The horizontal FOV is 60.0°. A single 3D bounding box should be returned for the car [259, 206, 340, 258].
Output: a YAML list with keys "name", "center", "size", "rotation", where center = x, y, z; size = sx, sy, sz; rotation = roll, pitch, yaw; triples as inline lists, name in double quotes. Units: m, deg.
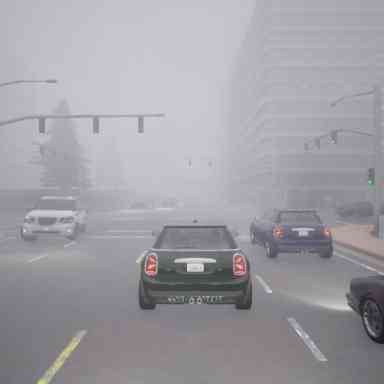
- name: "car"
  center: [3.587, 1.352, 12.827]
  size: [2.097, 1.767, 4.553]
  rotation: [0, 0, 0]

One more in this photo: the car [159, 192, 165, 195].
- name: "car"
  center: [-7.048, 1.221, 63.922]
  size: [2.150, 2.045, 5.566]
  rotation: [0, 0, 1]

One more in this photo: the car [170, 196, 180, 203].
- name: "car"
  center: [-3.500, 1.595, 71.100]
  size: [1.895, 1.301, 4.718]
  rotation: [0, 0, 0]

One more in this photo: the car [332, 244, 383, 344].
- name: "car"
  center: [3.599, 1.547, 3.351]
  size: [2.033, 1.411, 5.357]
  rotation: [0, 0, 0]

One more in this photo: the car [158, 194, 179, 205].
- name: "car"
  center: [-3.597, 1.491, 51.082]
  size: [2.128, 1.511, 4.902]
  rotation: [0, 0, 0]

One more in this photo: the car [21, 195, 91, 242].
- name: "car"
  center: [-6.710, 1.221, 16.879]
  size: [2.150, 2.045, 5.566]
  rotation: [2, 0, -11]

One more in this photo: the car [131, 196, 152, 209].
- name: "car"
  center: [-7.100, 1.601, 45.613]
  size: [1.895, 1.301, 4.718]
  rotation: [0, 0, 0]

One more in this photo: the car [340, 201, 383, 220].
- name: "car"
  center: [14.238, 1.470, 27.446]
  size: [4.674, 1.442, 1.812]
  rotation: [0, 0, -8]

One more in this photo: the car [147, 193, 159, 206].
- name: "car"
  center: [-7.089, 1.352, 54.508]
  size: [2.097, 1.767, 4.553]
  rotation: [0, 0, 0]

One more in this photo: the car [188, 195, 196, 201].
- name: "car"
  center: [0.000, 1.525, 81.125]
  size: [2.128, 1.511, 4.902]
  rotation: [0, 0, 0]

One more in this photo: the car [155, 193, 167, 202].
- name: "car"
  center: [-7.000, 1.225, 74.567]
  size: [2.150, 2.045, 5.566]
  rotation: [0, 0, 0]

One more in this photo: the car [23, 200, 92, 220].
- name: "car"
  center: [-10.888, 1.460, 27.279]
  size: [4.902, 1.511, 2.128]
  rotation: [1, 0, -11]

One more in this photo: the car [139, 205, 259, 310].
- name: "car"
  center: [0.071, 1.352, 7.988]
  size: [2.097, 1.767, 4.553]
  rotation: [0, 0, 0]
